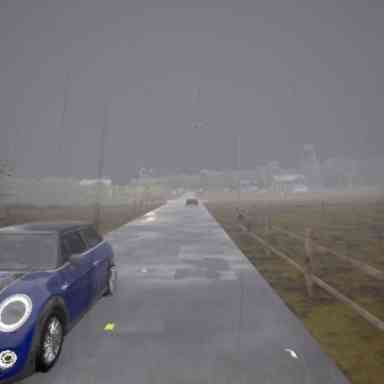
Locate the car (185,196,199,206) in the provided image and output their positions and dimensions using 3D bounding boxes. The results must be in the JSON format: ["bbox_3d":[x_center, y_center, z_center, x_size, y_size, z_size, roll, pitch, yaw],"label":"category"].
[{"bbox_3d":[-0.001,1.390,52.239,1.882,1.535,5.008,0,0,0],"label":"car"}]

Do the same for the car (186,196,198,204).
[{"bbox_3d":[-0.003,1.434,62.615,2.033,1.411,5.357,0,0,0],"label":"car"}]

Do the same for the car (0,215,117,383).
[{"bbox_3d":[-2.778,1.365,5.658,2.097,1.767,4.553,0,0,1],"label":"car"}]
